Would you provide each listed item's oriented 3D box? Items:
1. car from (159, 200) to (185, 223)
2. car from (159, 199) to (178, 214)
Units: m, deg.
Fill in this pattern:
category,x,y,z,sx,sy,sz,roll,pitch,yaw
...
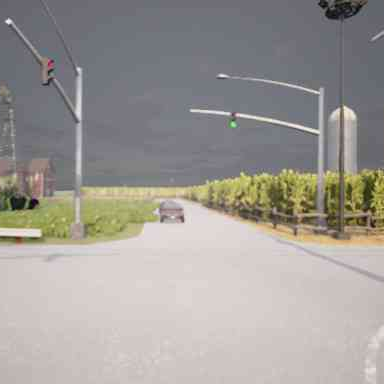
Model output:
category,x,y,z,sx,sy,sz,roll,pitch,yaw
car,-1.592,1.549,26.178,1.812,1.442,4.674,0,0,-5
car,-2.618,1.579,37.120,1.994,1.385,4.181,0,0,-5
